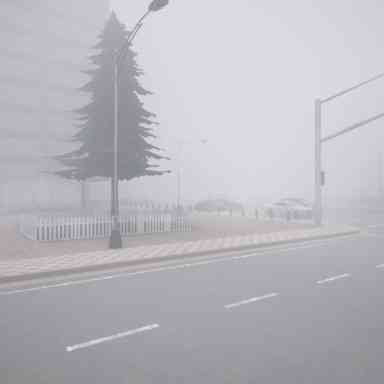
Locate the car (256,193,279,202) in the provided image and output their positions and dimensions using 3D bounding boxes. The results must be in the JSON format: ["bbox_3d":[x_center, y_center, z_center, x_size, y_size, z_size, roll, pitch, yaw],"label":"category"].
[{"bbox_3d":[17.728,1.395,78.519,1.970,1.475,3.806,0,0,-36],"label":"car"}]

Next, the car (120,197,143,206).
[{"bbox_3d":[-10.416,1.564,55.897,1.994,1.385,4.181,0,0,-35],"label":"car"}]

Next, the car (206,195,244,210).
[{"bbox_3d":[4.258,1.478,41.325,1.882,1.535,5.008,0,0,-36],"label":"car"}]

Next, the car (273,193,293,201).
[{"bbox_3d":[22.243,1.153,81.796,1.932,1.855,4.605,0,0,-36],"label":"car"}]

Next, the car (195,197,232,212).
[{"bbox_3d":[2.148,1.564,38.263,1.994,1.385,4.181,0,0,-36],"label":"car"}]

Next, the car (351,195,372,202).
[{"bbox_3d":[37.899,1.364,74.378,1.784,1.438,3.905,0,0,-36],"label":"car"}]

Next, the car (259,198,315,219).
[{"bbox_3d":[8.519,1.526,29.422,1.812,1.442,4.674,0,0,-34],"label":"car"}]

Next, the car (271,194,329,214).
[{"bbox_3d":[10.500,1.352,32.627,2.097,1.767,4.553,0,0,-36],"label":"car"}]

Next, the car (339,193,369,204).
[{"bbox_3d":[35.502,1.153,72.750,1.932,1.855,4.605,0,0,-36],"label":"car"}]

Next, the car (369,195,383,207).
[{"bbox_3d":[27.334,1.153,45.441,1.932,1.855,4.605,0,0,-36],"label":"car"}]

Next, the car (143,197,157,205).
[{"bbox_3d":[-7.914,1.525,58.421,1.812,1.442,4.674,0,0,-35],"label":"car"}]
